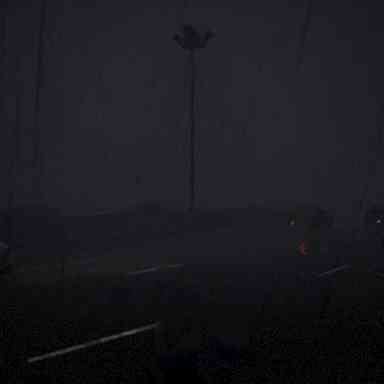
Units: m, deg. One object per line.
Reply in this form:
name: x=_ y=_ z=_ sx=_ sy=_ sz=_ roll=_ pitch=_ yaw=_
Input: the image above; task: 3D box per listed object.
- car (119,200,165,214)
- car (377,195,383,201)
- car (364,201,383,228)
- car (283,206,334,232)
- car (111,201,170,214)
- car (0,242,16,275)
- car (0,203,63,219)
car: x=-5.685 y=1.660 z=38.168 sx=2.033 sy=1.411 sz=5.357 roll=0 pitch=0 yaw=36
car: x=21.489 y=1.385 z=35.980 sx=2.150 sy=2.045 sz=5.566 roll=0 pitch=-1 yaw=26
car: x=12.751 y=1.591 z=21.971 sx=2.128 sy=1.511 sz=4.902 roll=0 pitch=-1 yaw=38
car: x=7.267 y=1.611 z=20.673 sx=1.812 sy=1.442 sz=4.674 roll=0 pitch=0 yaw=41
car: x=-3.800 y=1.596 z=24.294 sx=1.812 sy=1.442 sz=4.674 roll=0 pitch=0 yaw=44
car: x=-6.761 y=1.610 z=7.674 sx=4.718 sy=1.301 sz=1.895 roll=0 pitch=0 yaw=-35
car: x=-11.186 y=1.551 z=22.202 sx=4.892 sy=1.490 sz=1.837 roll=0 pitch=0 yaw=-40
